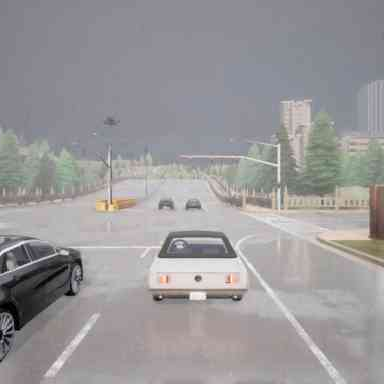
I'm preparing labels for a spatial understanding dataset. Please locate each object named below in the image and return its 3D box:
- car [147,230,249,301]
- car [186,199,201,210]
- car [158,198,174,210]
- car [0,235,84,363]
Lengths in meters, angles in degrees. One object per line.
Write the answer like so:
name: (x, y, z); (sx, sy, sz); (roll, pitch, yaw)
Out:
car: (0.115, 1.601, 8.268); (1.895, 1.301, 4.718); (0, 0, 0)
car: (0.184, 1.564, 43.891); (1.994, 1.385, 4.181); (0, 0, 0)
car: (-3.318, 1.505, 43.742); (1.837, 1.490, 4.892); (0, 0, 0)
car: (-3.389, 1.492, 5.732); (2.128, 1.511, 4.902); (0, 0, 0)
